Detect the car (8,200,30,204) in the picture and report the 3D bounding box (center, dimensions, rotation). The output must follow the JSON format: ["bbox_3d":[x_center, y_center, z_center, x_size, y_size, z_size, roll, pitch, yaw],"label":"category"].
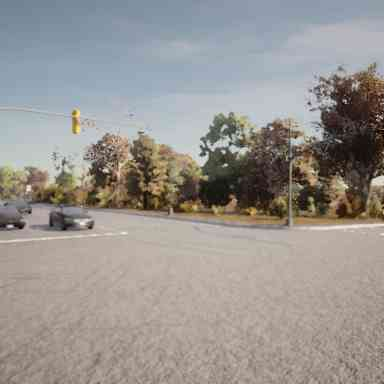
[{"bbox_3d":[-17.928,1.543,34.236,1.882,1.535,5.008,1,-1,-39],"label":"car"}]

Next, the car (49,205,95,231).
[{"bbox_3d":[-7.823,1.589,21.347,1.812,1.442,4.674,1,0,-37],"label":"car"}]

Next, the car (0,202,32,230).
[{"bbox_3d":[-12.007,1.573,21.113,2.033,1.411,5.357,1,0,-38],"label":"car"}]
